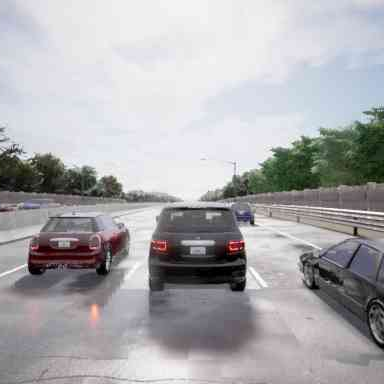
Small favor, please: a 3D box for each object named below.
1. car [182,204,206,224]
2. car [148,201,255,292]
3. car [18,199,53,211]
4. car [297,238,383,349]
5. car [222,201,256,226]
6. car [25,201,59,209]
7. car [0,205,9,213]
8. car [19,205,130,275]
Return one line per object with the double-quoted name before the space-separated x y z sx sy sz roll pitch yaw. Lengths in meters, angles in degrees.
"car" 0.178 1.808 28.384 1.882 1.535 5.008 0 -1 0
"car" 0.124 1.264 9.208 2.150 2.045 5.566 0 0 0
"car" -17.497 1.776 37.796 2.150 2.045 5.566 0 -1 0
"car" 3.612 1.569 6.156 2.033 1.411 5.357 0 0 1
"car" 3.672 1.651 26.939 2.097 1.767 4.553 0 -1 0
"car" -14.011 1.908 32.758 1.882 1.535 5.008 0 -1 0
"car" -21.007 1.946 34.330 1.882 1.535 5.008 0 -1 0
"car" -3.368 1.408 10.805 2.097 1.767 4.553 0 -1 -1
